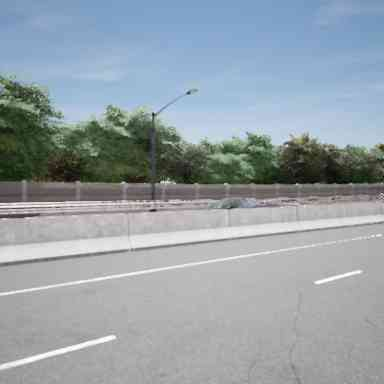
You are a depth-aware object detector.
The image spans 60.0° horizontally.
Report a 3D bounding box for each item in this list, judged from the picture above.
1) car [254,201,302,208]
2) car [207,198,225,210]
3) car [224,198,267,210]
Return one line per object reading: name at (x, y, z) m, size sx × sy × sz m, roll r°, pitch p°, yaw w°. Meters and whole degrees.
car at (7.453, 1.574, 26.329) m, size 4.718 × 1.301 × 1.895 m, roll 0°, pitch 0°, yaw -35°
car at (3.618, 1.331, 32.178) m, size 4.553 × 1.767 × 2.097 m, roll 0°, pitch 0°, yaw -34°
car at (5.647, 1.467, 29.327) m, size 4.902 × 1.511 × 2.128 m, roll 0°, pitch 0°, yaw -34°
